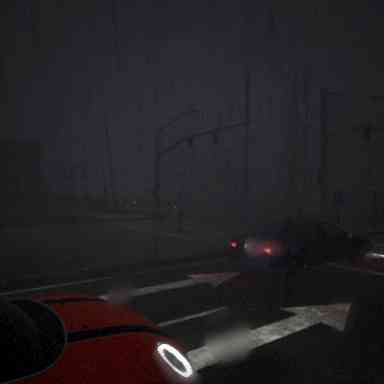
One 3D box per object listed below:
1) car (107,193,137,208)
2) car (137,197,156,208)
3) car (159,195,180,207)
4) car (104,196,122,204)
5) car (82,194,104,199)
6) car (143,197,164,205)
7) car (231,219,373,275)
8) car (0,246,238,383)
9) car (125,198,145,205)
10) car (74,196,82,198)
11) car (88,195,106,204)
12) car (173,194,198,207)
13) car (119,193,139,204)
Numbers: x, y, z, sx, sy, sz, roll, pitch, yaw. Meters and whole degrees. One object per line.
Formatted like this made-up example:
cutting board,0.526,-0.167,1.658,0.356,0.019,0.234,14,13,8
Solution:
car,-10.645,1.299,49.190,2.150,2.045,5.566,0,0,-35
car,-7.615,1.639,50.977,2.033,1.411,5.357,0,0,-36
car,-4.616,1.653,52.807,2.033,1.411,5.357,0,0,-36
car,-16.618,1.583,69.427,1.882,1.535,5.008,0,0,-36
car,-16.579,1.299,57.393,2.150,2.045,5.566,0,0,-36
car,-7.244,1.683,62.448,1.994,1.385,4.181,0,0,-37
car,3.603,1.583,10.629,5.357,1.411,2.033,0,0,-35
car,-2.113,1.350,2.240,4.553,1.767,2.097,0,0,-36
car,-10.500,1.706,60.966,1.895,1.301,4.718,0,0,-36
car,-22.506,1.555,65.620,1.882,1.535,5.008,0,0,-36
car,-19.218,1.446,67.053,2.097,1.767,4.553,0,0,-36
car,-1.360,1.341,54.299,2.150,2.045,5.566,0,0,-36
car,-13.527,1.344,71.129,2.150,2.045,5.566,0,0,-36
